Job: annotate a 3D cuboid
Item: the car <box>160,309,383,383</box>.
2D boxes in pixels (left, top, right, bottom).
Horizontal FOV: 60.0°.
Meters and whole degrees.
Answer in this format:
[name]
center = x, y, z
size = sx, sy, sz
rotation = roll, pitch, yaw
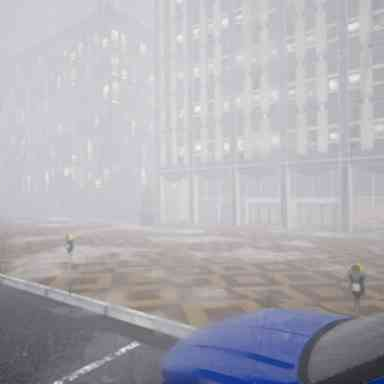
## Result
[car]
center = 1.991, 1.472, 2.001
size = 5.008, 1.535, 1.882
rotation = -1, 0, 36
